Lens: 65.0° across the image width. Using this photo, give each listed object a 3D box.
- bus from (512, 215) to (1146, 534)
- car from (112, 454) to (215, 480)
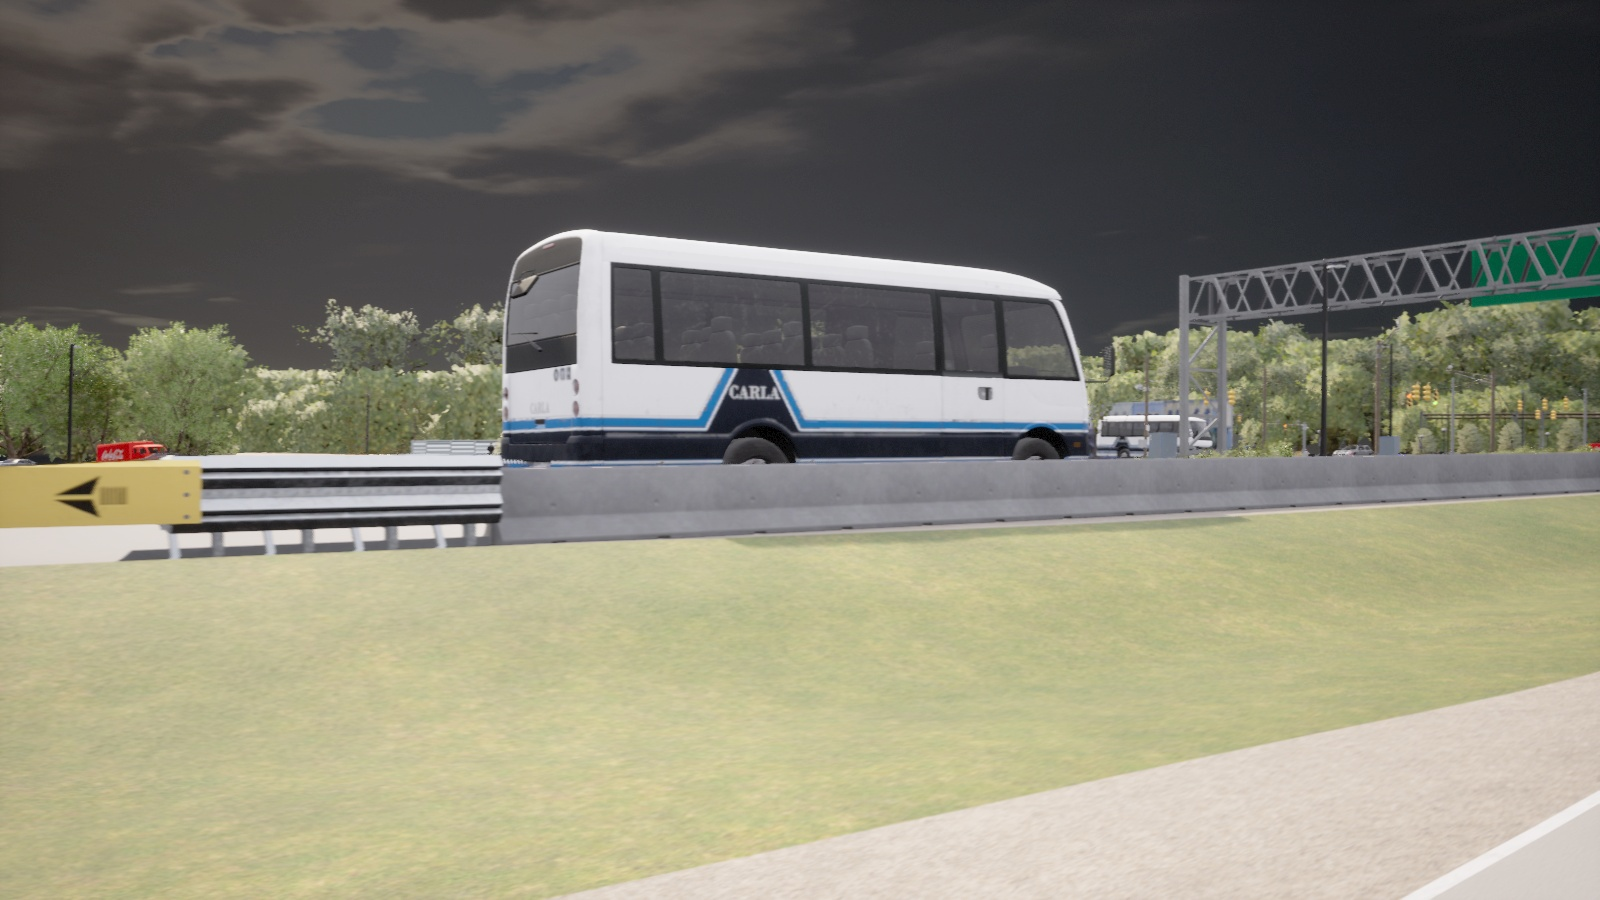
[{"bbox_3d":[0.792,-1.046,21.221,10.273,4.253,3.944,-1,0,-33],"label":"bus"},{"bbox_3d":[-39.432,1.061,77.936,5.357,1.411,2.033,-2,0,-14],"label":"car"}]
